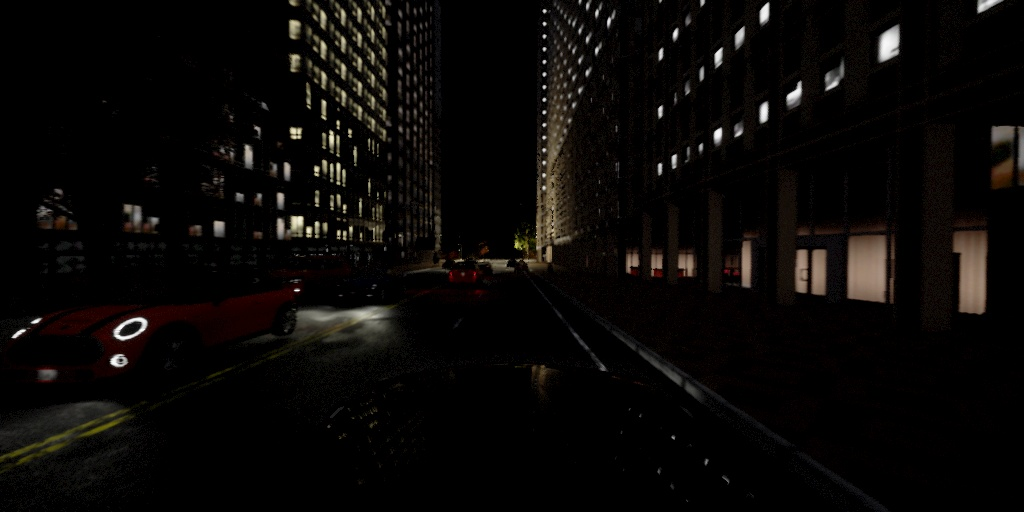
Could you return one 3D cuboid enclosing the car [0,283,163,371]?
[{"bbox_3d":[-9.842,1.346,6.773,1.895,1.301,4.718,0,0,0],"label":"car"}]

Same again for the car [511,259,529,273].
[{"bbox_3d":[1.158,1.304,44.934,1.801,1.575,5.366,0,0,0],"label":"car"}]

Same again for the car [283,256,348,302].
[{"bbox_3d":[-9.806,0.992,17.334,2.150,2.045,5.566,0,0,0],"label":"car"}]

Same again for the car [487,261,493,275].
[{"bbox_3d":[-3.131,1.325,39.900,2.128,1.511,4.902,0,0,0],"label":"car"}]

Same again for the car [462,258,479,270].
[{"bbox_3d":[-6.517,1.208,56.586,2.097,1.767,4.553,0,0,1],"label":"car"}]

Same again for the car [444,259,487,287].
[{"bbox_3d":[-3.139,1.152,25.062,2.097,1.767,4.553,0,0,0],"label":"car"}]

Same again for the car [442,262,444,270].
[{"bbox_3d":[-9.764,1.327,56.471,1.882,1.535,5.008,0,0,1],"label":"car"}]

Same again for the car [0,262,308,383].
[{"bbox_3d":[-6.590,1.104,7.336,2.097,1.767,4.553,0,0,0],"label":"car"}]

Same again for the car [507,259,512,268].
[{"bbox_3d":[0.029,1.454,63.723,1.994,1.385,4.181,0,0,0],"label":"car"}]

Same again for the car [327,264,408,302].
[{"bbox_3d":[-6.553,1.254,17.299,1.882,1.535,5.008,0,0,1],"label":"car"}]
